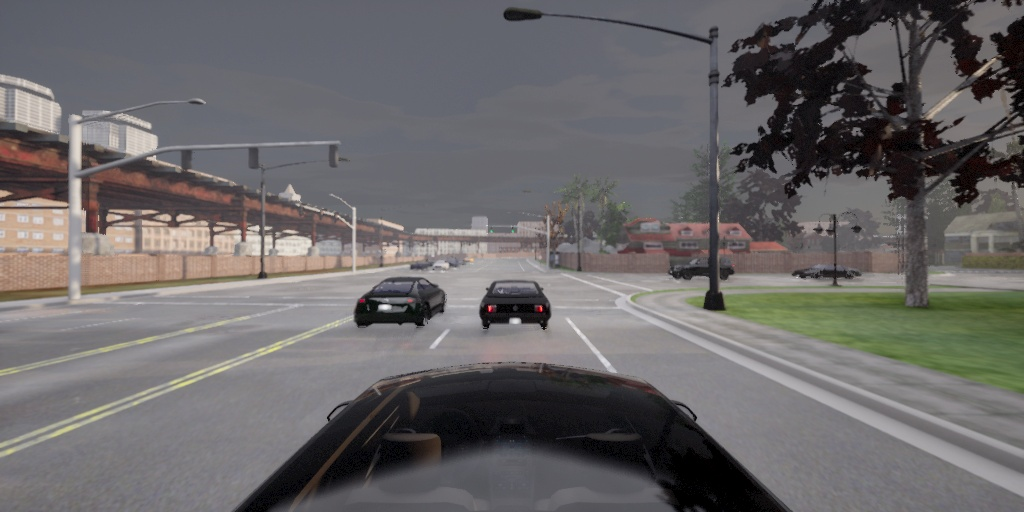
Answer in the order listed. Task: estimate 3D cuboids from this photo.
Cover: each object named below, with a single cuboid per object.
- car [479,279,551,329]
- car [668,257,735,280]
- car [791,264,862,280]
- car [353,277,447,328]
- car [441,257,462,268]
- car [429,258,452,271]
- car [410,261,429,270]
[{"bbox_3d":[0.088,1.393,11.434,1.895,1.301,4.718,0,0,0],"label":"car"},{"bbox_3d":[17.227,1.106,32.693,5.566,2.045,2.150,0,0,-2],"label":"car"},{"bbox_3d":[28.918,1.434,32.997,5.357,1.411,2.033,0,0,-1],"label":"car"},{"bbox_3d":[-3.403,1.356,11.634,1.994,1.385,4.181,0,0,0],"label":"car"},{"bbox_3d":[-10.561,1.142,62.960,2.097,1.767,4.553,0,0,0],"label":"car"},{"bbox_3d":[-10.590,1.382,53.601,1.812,1.442,4.674,0,0,0],"label":"car"},{"bbox_3d":[-14.099,1.453,54.647,1.895,1.301,4.718,0,0,0],"label":"car"}]
